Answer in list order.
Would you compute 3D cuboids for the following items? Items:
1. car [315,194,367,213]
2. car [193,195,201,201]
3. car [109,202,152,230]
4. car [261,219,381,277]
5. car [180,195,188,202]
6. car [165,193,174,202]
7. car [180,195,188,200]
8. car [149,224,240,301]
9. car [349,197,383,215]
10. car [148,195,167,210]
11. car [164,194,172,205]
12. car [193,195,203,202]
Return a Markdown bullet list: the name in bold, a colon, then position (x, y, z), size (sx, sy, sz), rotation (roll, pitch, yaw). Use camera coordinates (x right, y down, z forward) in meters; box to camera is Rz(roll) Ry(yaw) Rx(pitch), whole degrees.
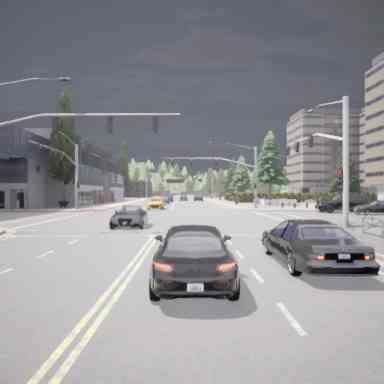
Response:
- **car**: position (16.284, 1.216, 35.967), size (5.566, 2.045, 2.150), rotation (0, 0, -2)
- **car**: position (1.302, 1.484, 88.810), size (1.837, 1.490, 4.892), rotation (0, 0, -1)
- **car**: position (-3.848, 1.560, 20.798), size (1.994, 1.385, 4.181), rotation (0, 0, -2)
- **car**: position (3.533, 1.546, 10.240), size (2.033, 1.411, 5.357), rotation (0, 0, 0)
- **car**: position (-1.922, 1.519, 78.102), size (2.033, 1.411, 5.357), rotation (0, 0, -1)
- **car**: position (-5.354, 1.209, 75.401), size (2.150, 2.045, 5.566), rotation (0, 0, -1)
- **car**: position (-2.197, 1.451, 88.737), size (1.994, 1.385, 4.181), rotation (0, 0, -1)
- **car**: position (0.035, 1.524, 8.182), size (1.812, 1.442, 4.674), rotation (0, 0, -1)
- **car**: position (18.220, 1.520, 32.499), size (4.674, 1.442, 1.812), rotation (0, 0, -2)
- **car**: position (-4.569, 1.470, 42.547), size (1.882, 1.535, 5.008), rotation (0, 0, -2)
- **car**: position (-5.017, 1.515, 59.675), size (1.812, 1.442, 4.674), rotation (0, 0, -2)
- **car**: position (1.565, 1.464, 78.672), size (1.882, 1.535, 5.008), rotation (0, 0, -1)
